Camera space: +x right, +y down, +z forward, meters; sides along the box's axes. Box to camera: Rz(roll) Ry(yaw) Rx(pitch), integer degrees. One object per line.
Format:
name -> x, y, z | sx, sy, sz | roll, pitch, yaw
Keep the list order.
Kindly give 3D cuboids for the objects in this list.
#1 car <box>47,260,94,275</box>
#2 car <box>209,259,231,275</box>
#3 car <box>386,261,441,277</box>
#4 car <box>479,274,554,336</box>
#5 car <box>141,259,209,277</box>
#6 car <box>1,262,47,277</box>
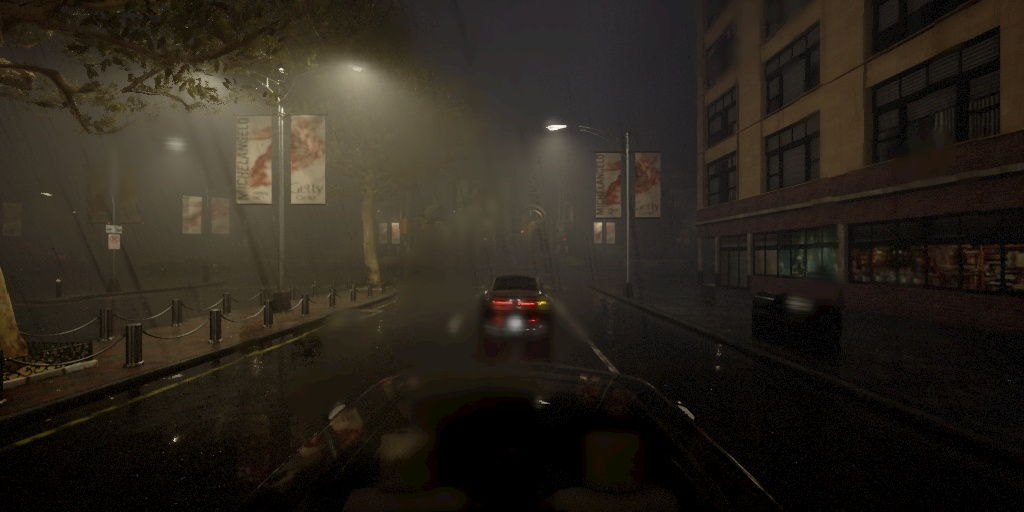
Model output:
car -> -47.999, 1.227, 38.445 | 5.008, 1.535, 1.882 | 0, 0, -1
car -> -32.855, 1.102, 38.350 | 4.553, 1.767, 2.097 | 0, 0, 1
car -> -9.296, 1.241, 34.572 | 4.902, 1.511, 2.128 | 0, 0, 1
car -> 0.124, 1.255, 10.385 | 1.837, 1.490, 4.892 | 0, 0, 1
car -> -33.007, 1.228, 34.853 | 5.008, 1.535, 1.882 | 0, 0, 1
car -> -48.939, 1.314, 34.931 | 4.181, 1.385, 1.994 | 0, 0, -1
